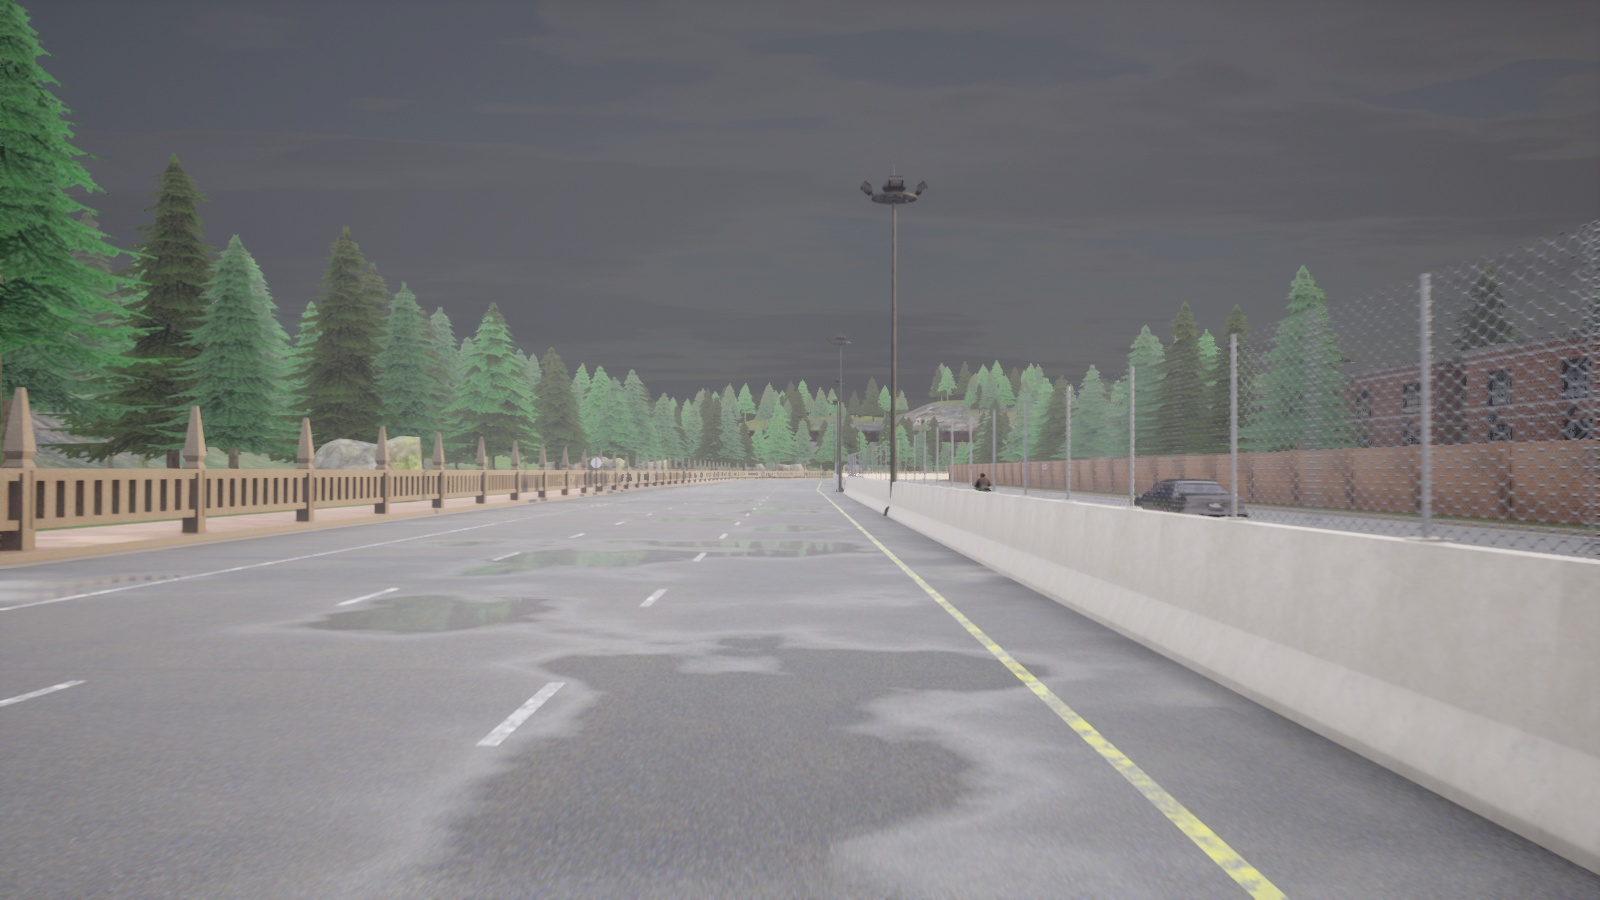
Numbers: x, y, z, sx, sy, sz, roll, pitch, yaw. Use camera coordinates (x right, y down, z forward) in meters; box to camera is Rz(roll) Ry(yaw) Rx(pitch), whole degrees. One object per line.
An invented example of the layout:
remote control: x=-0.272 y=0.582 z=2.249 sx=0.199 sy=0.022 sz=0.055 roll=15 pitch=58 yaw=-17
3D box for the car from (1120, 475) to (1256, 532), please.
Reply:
car: x=10.431 y=1.394 z=34.220 sx=2.033 sy=1.411 sz=5.357 roll=0 pitch=-1 yaw=0
